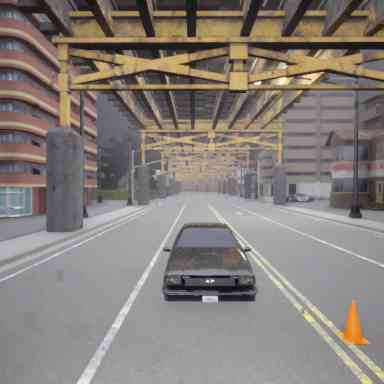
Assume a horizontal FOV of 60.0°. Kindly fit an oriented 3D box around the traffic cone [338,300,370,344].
[{"bbox_3d":[2.453,1.949,5.059,0.340,0.580,0.340,0,0,0],"label":"traffic cone"}]

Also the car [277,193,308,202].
[{"bbox_3d":[17.806,0.960,58.938,4.974,1.542,2.038,0,1,25],"label":"car"}]

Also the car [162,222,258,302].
[{"bbox_3d":[0.360,1.534,8.666,2.033,1.411,5.357,0,0,1],"label":"car"}]

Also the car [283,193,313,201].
[{"bbox_3d":[17.507,0.850,54.797,4.536,1.218,1.853,0,1,-20],"label":"car"}]

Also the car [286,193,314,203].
[{"bbox_3d":[17.458,1.008,54.781,4.974,1.542,2.038,0,1,-20],"label":"car"}]

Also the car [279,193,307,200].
[{"bbox_3d":[17.853,0.803,58.915,4.536,1.218,1.853,0,1,25],"label":"car"}]
